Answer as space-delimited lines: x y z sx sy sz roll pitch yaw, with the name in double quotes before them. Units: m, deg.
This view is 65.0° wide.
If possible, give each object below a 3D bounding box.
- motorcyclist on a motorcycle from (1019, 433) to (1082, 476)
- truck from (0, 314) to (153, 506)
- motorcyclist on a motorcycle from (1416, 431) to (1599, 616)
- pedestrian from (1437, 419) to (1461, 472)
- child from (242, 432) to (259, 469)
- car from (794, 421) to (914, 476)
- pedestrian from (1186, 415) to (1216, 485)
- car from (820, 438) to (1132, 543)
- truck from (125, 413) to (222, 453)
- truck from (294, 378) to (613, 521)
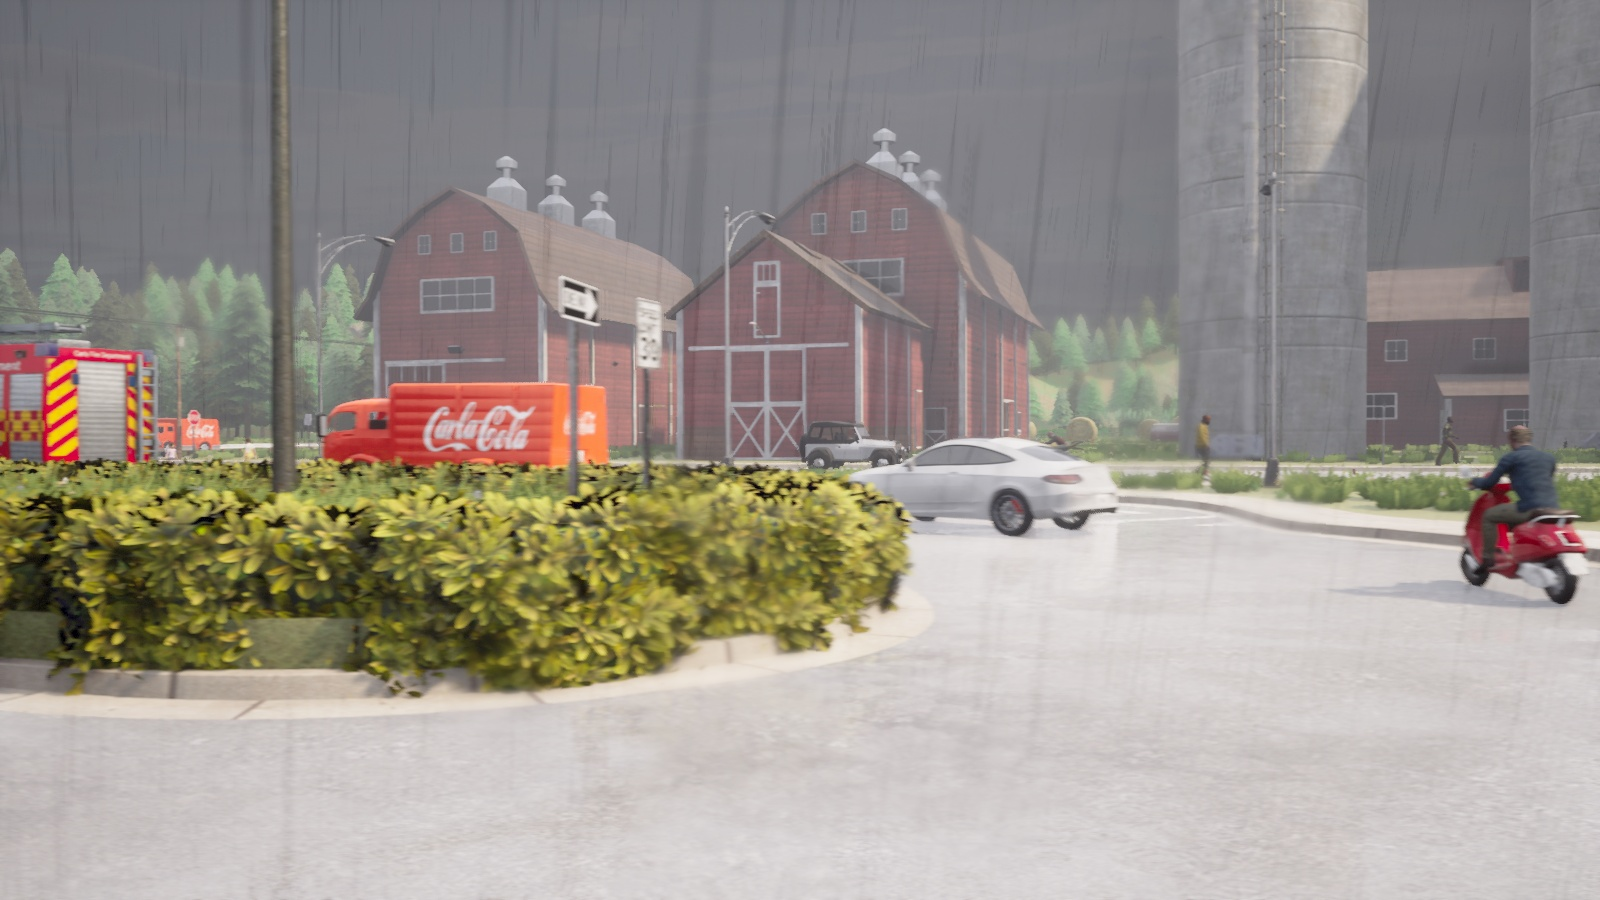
"motorcyclist on a motorcycle" 9.155 0.161 45.892 2.191 1.530 0.866 1 1 18
"truck" -18.781 -0.853 27.711 8.468 3.827 2.891 0 1 18
"motorcyclist on a motorcycle" 6.646 0.618 11.714 0.866 1.590 1.817 0 1 -1
"pedestrian" 23.570 -0.160 45.605 0.692 1.930 0.395 1 1 22
"child" -18.575 0.012 42.445 0.437 1.263 0.270 0 1 15
"car" 1.920 -0.084 44.547 3.866 1.878 1.905 1 1 18
"pedestrian" 10.514 -0.006 32.930 0.726 1.835 0.370 0 1 17
"car" 2.664 0.544 19.852 4.674 1.442 1.812 1 1 43
"truck" -39.867 -1.089 80.037 2.627 2.467 5.204 1 1 19
"truck" -6.480 -0.060 23.661 5.204 2.467 2.627 1 1 18
